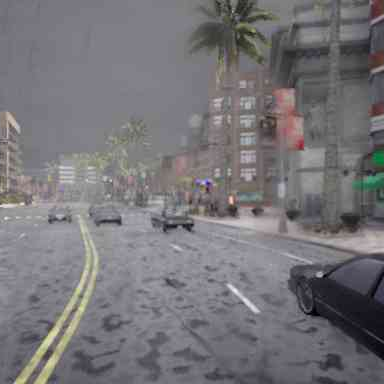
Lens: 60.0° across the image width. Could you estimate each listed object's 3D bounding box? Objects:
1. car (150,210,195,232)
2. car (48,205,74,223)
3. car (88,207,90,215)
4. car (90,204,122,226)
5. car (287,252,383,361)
[{"bbox_3d":[-1.434,1.836,21.995,1.895,1.301,4.718,0,-1,-19],"label":"car"},{"bbox_3d":[-11.550,1.887,29.379,2.128,1.511,4.902,0,-1,-19],"label":"car"},{"bbox_3d":[-10.861,2.026,38.212,2.033,1.411,5.357,0,-1,-20],"label":"car"},{"bbox_3d":[-6.870,1.895,26.898,1.994,1.385,4.181,0,-1,-19],"label":"car"},{"bbox_3d":[3.164,1.570,4.636,2.033,1.411,5.357,0,-1,-6],"label":"car"}]
